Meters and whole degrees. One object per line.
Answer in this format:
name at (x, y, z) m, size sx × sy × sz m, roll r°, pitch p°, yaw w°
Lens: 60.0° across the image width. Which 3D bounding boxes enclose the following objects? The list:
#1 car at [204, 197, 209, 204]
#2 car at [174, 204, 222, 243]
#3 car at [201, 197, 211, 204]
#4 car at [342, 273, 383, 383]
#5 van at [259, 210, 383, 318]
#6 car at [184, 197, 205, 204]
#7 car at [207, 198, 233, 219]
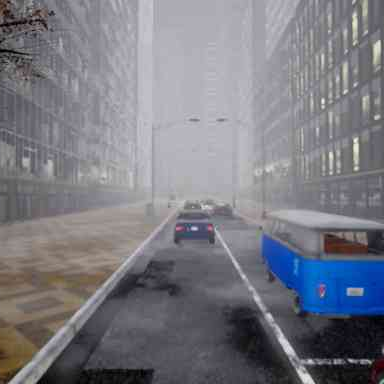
car at (2.578, 1.596, 51.647) m, size 1.802 × 1.307 × 4.206 m, roll 1°, pitch 0°, yaw 0°
car at (0.100, 1.544, 16.123) m, size 2.033 × 1.411 × 5.357 m, roll 0°, pitch 0°, yaw 0°
car at (2.578, 1.608, 62.780) m, size 1.802 × 1.307 × 4.206 m, roll 1°, pitch 0°, yaw 0°
car at (2.578, 1.581, 1.540) m, size 1.802 × 1.307 × 4.206 m, roll 1°, pitch 0°, yaw 0°
van at (2.583, 1.339, 7.108) m, size 1.690 × 1.788 × 3.998 m, roll 1°, pitch 0°, yaw 0°
car at (0.101, 1.566, 37.100) m, size 1.994 × 1.385 × 4.181 m, roll 0°, pitch 0°, yaw 0°
car at (2.579, 1.544, 29.377) m, size 1.887 × 1.381 × 4.507 m, roll 1°, pitch 0°, yaw 0°
